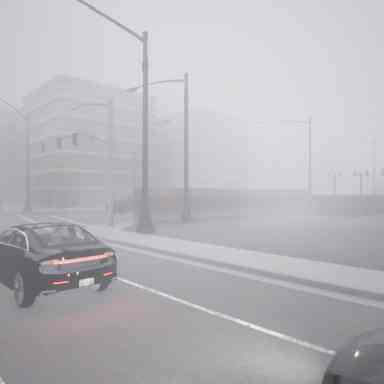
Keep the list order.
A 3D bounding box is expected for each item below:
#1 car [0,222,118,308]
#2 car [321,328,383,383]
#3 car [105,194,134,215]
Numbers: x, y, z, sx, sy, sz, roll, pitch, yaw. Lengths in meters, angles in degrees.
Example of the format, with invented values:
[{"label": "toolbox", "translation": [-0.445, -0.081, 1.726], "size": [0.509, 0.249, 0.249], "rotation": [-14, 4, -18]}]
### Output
[{"label": "car", "translation": [-3.658, 1.492, 8.056], "size": [2.128, 1.511, 4.902], "rotation": [0, 0, -43]}, {"label": "car", "translation": [3.182, 1.505, 1.596], "size": [4.892, 1.490, 1.837], "rotation": [0, 0, 38]}, {"label": "car", "translation": [-6.288, 1.221, 35.015], "size": [5.566, 2.045, 2.150], "rotation": [0, 0, -44]}]
